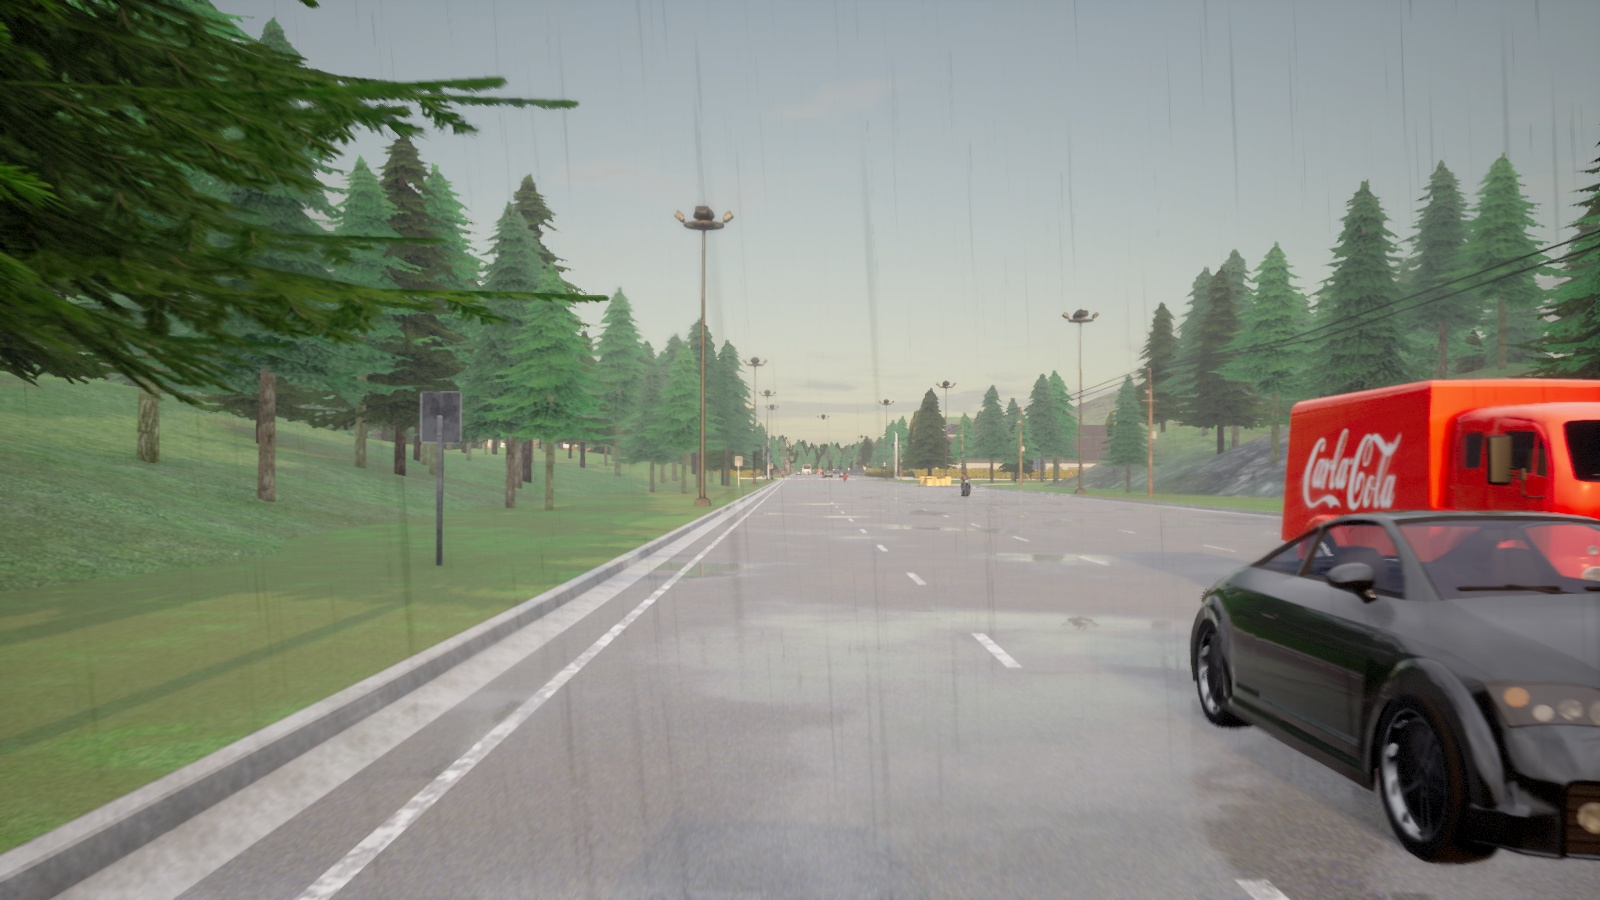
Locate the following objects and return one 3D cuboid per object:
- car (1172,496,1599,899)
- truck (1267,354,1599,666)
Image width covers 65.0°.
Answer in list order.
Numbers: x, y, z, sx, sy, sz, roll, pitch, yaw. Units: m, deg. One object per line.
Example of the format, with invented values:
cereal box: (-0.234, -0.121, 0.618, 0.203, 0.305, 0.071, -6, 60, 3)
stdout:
car: (3.485, 0.969, 6.265, 1.994, 1.385, 4.181, 0, -1, 0)
truck: (6.968, 0.511, 12.553, 2.627, 2.467, 5.204, 0, -1, 0)
